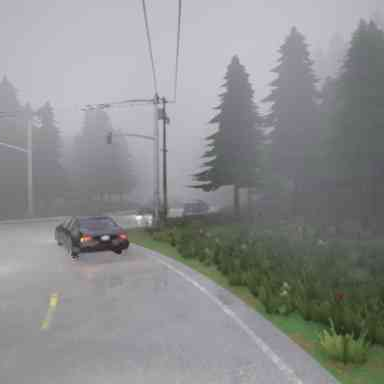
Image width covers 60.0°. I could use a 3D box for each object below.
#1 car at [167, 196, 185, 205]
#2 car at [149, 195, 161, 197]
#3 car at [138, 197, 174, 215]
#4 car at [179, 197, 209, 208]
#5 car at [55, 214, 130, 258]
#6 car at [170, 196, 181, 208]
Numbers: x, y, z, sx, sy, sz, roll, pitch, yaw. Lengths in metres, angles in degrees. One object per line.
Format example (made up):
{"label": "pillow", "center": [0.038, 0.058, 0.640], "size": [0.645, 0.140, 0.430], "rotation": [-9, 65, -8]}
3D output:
{"label": "car", "center": [-2.993, 1.457, 61.566], "size": [1.837, 1.490, 4.892], "rotation": [0, 1, -23]}
{"label": "car", "center": [-6.607, 1.254, 61.347], "size": [2.097, 1.767, 4.553], "rotation": [0, 0, -25]}
{"label": "car", "center": [-3.744, 1.542, 33.171], "size": [1.994, 1.385, 4.181], "rotation": [0, 0, 18]}
{"label": "car", "center": [0.457, 1.469, 34.273], "size": [1.812, 1.442, 4.674], "rotation": [0, 0, 16]}
{"label": "car", "center": [-4.098, 1.571, 13.122], "size": [2.033, 1.411, 5.357], "rotation": [0, 0, -30]}
{"label": "car", "center": [-2.293, 1.310, 45.116], "size": [2.097, 1.767, 4.553], "rotation": [-1, 0, -7]}
